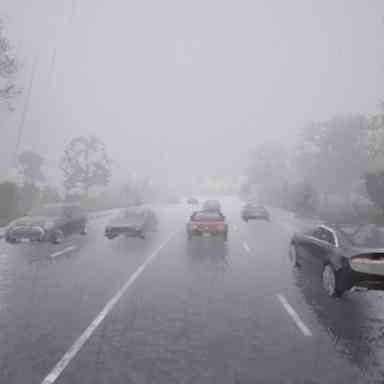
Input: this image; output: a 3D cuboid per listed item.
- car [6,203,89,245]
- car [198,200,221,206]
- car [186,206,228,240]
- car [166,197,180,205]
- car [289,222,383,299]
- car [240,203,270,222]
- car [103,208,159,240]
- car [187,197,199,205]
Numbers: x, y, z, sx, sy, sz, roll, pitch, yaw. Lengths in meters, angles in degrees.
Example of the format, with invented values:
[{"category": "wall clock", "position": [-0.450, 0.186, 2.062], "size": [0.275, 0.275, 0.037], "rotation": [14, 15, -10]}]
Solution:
[{"category": "car", "position": [-6.505, 1.338, 15.495], "size": [2.097, 1.767, 4.553], "rotation": [0, 0, 3]}, {"category": "car", "position": [2.100, 1.557, 35.348], "size": [2.033, 1.411, 5.357], "rotation": [0, 0, 4]}, {"category": "car", "position": [0.801, 1.605, 16.988], "size": [1.895, 1.301, 4.718], "rotation": [0, 0, 4]}, {"category": "car", "position": [-3.338, 1.561, 58.647], "size": [1.994, 1.385, 4.181], "rotation": [0, 0, 5]}, {"category": "car", "position": [3.870, 1.502, 8.448], "size": [2.128, 1.511, 4.902], "rotation": [0, 0, 2]}, {"category": "car", "position": [4.981, 1.580, 26.690], "size": [1.994, 1.385, 4.181], "rotation": [0, 0, 4]}, {"category": "car", "position": [-2.902, 1.543, 17.241], "size": [2.033, 1.411, 5.357], "rotation": [0, 0, 4]}, {"category": "car", "position": [0.180, 1.608, 58.689], "size": [1.895, 1.301, 4.718], "rotation": [0, 0, 5]}]
